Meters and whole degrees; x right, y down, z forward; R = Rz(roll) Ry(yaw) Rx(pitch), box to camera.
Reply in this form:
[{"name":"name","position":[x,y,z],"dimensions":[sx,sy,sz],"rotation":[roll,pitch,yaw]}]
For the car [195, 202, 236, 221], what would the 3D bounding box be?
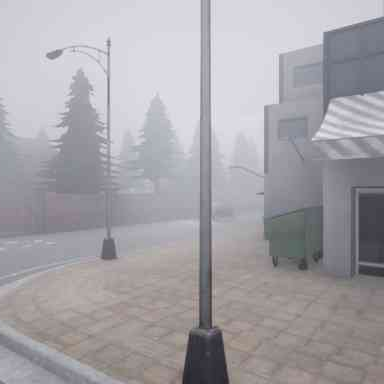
[{"name":"car","position":[2.150,1.680,29.309],"dimensions":[1.837,1.490,4.892],"rotation":[0,0,37]}]
